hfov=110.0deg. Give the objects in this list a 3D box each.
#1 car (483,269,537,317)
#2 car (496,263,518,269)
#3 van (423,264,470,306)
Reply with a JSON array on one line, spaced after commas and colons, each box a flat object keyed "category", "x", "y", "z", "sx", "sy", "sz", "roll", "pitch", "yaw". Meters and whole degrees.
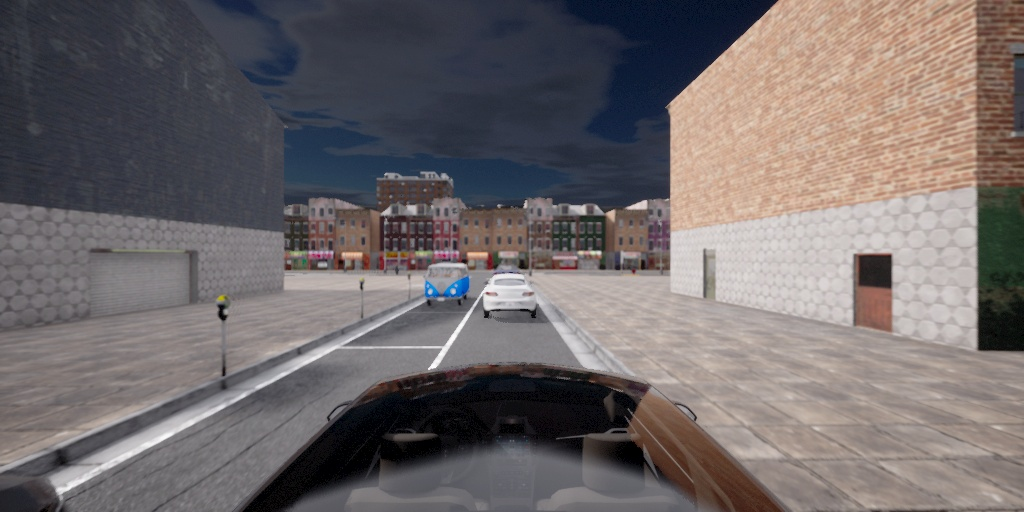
[{"category": "car", "x": -0.103, "y": 1.390, "z": 13.675, "sx": 1.812, "sy": 1.442, "sz": 4.674, "roll": 0, "pitch": 0, "yaw": -1}, {"category": "car", "x": -0.366, "y": 1.352, "z": 27.246, "sx": 2.097, "sy": 1.767, "sz": 4.553, "roll": 0, "pitch": -1, "yaw": -1}, {"category": "van", "x": -2.895, "y": 1.235, "z": 16.505, "sx": 1.690, "sy": 1.789, "sz": 3.998, "roll": 0, "pitch": 0, "yaw": -1}]
